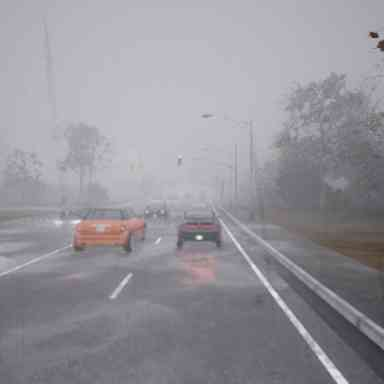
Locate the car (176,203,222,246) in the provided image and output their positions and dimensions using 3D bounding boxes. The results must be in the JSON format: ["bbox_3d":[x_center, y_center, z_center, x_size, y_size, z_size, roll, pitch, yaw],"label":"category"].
[{"bbox_3d":[0.330,1.496,15.313,1.837,1.490,4.892,0,0,1],"label":"car"}]

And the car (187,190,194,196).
[{"bbox_3d":[-0.528,0.279,95.212,1.812,1.442,4.674,0,3,2],"label":"car"}]

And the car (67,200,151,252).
[{"bbox_3d":[-3.196,1.340,13.924,2.097,1.767,4.553,0,0,1],"label":"car"}]

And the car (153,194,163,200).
[{"bbox_3d":[-8.096,1.278,79.475,2.033,1.411,5.357,0,2,2],"label":"car"}]

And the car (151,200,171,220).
[{"bbox_3d":[-2.848,1.581,28.022,1.895,1.301,4.718,0,0,1],"label":"car"}]

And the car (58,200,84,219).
[{"bbox_3d":[-9.914,1.482,29.020,1.837,1.490,4.892,0,-1,2],"label":"car"}]

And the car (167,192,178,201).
[{"bbox_3d":[-4.600,0.967,79.307,2.150,2.045,5.566,0,2,2],"label":"car"}]

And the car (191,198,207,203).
[{"bbox_3d":[0.639,1.509,27.013,1.812,1.442,4.674,0,0,4],"label":"car"}]

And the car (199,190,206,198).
[{"bbox_3d":[2.597,1.000,84.677,2.033,1.411,5.357,0,3,2],"label":"car"}]

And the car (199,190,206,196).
[{"bbox_3d":[2.970,0.257,95.086,1.837,1.490,4.892,0,3,2],"label":"car"}]

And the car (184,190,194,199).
[{"bbox_3d":[-0.901,0.958,84.800,1.837,1.490,4.892,0,3,2],"label":"car"}]
